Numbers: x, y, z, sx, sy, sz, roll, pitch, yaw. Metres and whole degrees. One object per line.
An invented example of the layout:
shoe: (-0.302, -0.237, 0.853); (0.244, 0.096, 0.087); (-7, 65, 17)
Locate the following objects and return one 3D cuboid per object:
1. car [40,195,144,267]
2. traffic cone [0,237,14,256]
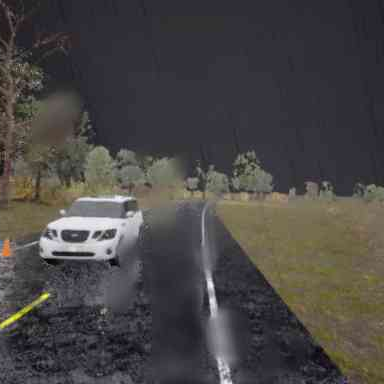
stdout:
car: (-3.068, 1.149, 11.525); (2.150, 2.045, 5.566); (1, 0, 1)
traffic cone: (-6.159, 1.813, 11.092); (0.340, 0.580, 0.340); (1, 0, 1)
